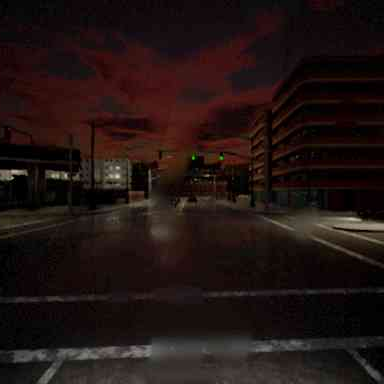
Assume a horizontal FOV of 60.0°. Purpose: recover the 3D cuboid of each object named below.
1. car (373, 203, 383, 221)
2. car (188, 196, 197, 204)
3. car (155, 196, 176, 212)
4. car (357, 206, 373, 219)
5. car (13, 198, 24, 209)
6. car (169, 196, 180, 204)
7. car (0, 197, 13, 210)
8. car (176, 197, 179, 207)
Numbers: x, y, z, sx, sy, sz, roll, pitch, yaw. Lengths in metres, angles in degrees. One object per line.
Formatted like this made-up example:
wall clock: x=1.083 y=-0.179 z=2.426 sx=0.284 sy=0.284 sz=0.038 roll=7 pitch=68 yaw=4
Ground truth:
car: x=16.242 y=1.623 z=24.295 sx=4.718 sy=1.301 sz=1.895 roll=0 pitch=0 yaw=-3
car: x=0.043 y=1.572 z=67.772 sx=1.837 sy=1.490 sz=4.892 roll=0 pitch=0 yaw=-1
car: x=-3.193 y=1.543 z=39.093 sx=1.837 sy=1.490 sz=4.892 roll=0 pitch=0 yaw=-1
car: x=16.150 y=1.590 z=27.777 sx=4.181 sy=1.385 sz=1.994 roll=0 pitch=0 yaw=0
car: x=-24.135 y=1.500 z=43.353 sx=3.806 sy=1.475 sz=1.970 roll=0 pitch=0 yaw=1
car: x=-3.454 y=1.630 z=67.505 sx=1.994 sy=1.385 sz=4.181 roll=0 pitch=0 yaw=-1
car: x=-23.404 y=1.334 z=37.604 sx=4.611 sy=1.667 sz=2.242 roll=0 pitch=0 yaw=1
car: x=-3.329 y=1.400 z=48.297 sx=2.097 sy=1.767 sz=4.553 roll=0 pitch=0 yaw=0
